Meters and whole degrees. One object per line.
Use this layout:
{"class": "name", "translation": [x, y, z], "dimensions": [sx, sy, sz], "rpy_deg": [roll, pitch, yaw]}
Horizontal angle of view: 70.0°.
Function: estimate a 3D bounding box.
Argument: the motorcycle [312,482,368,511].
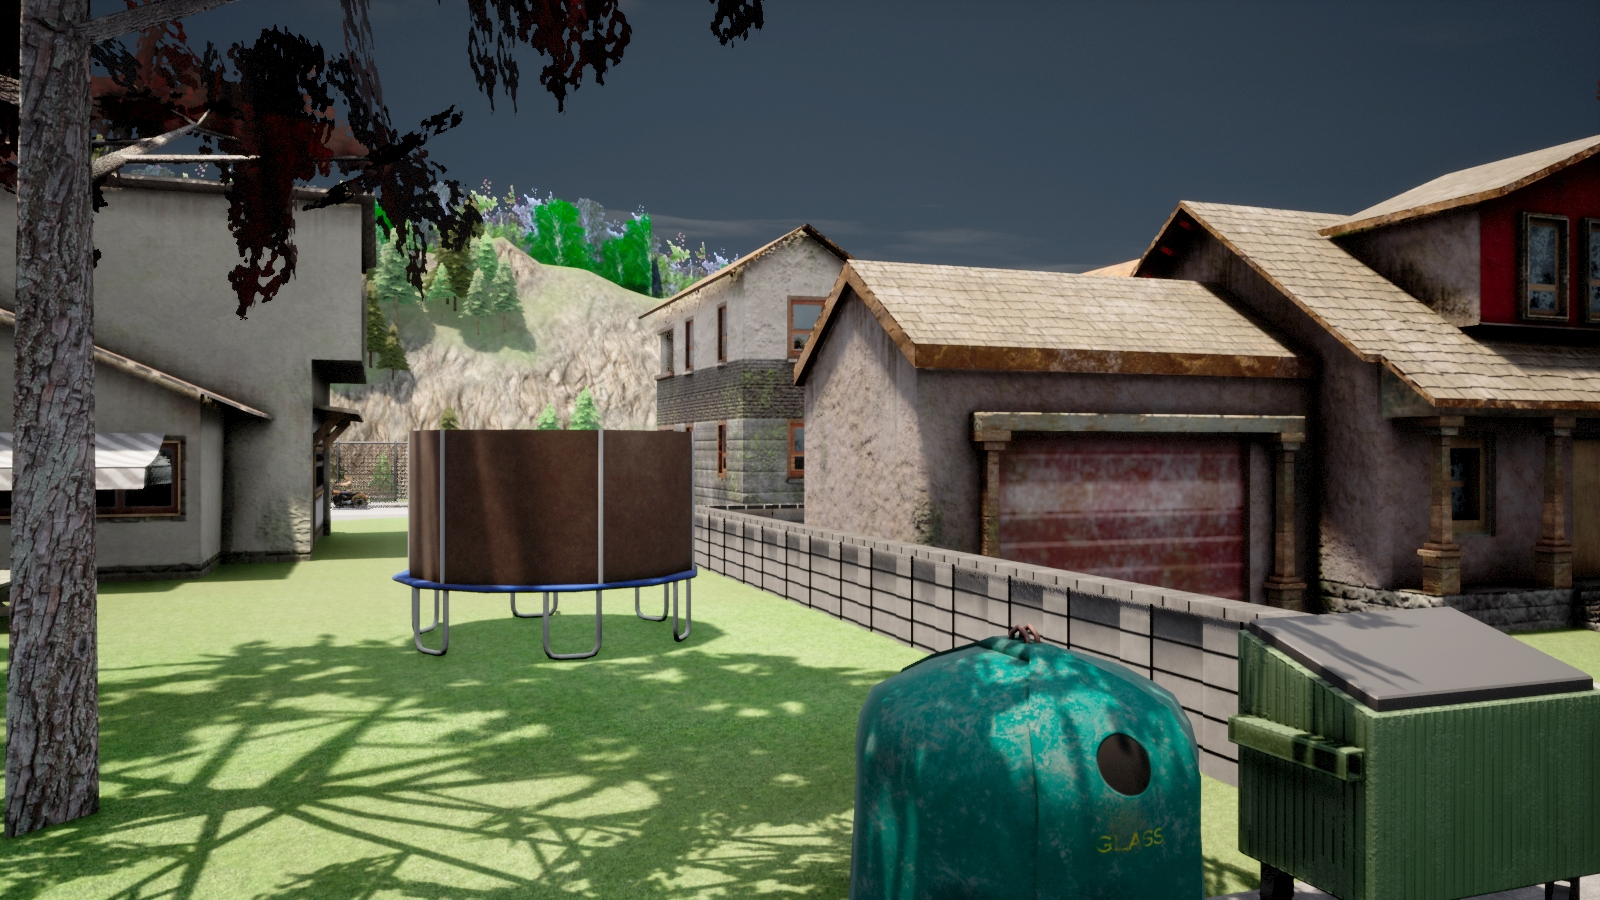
{"class": "motorcycle", "translation": [-21.325, 2.155, 53.023], "dimensions": [2.356, 1.307, 0.764], "rpy_deg": [0, 0, -20]}
